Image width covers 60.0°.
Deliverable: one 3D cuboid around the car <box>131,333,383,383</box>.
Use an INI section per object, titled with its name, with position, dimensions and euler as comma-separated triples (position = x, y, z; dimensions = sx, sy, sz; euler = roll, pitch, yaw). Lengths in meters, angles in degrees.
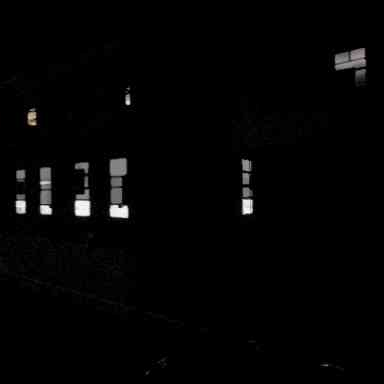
[car]
position = 1.382, 1.583, 1.905
dimensions = 4.206, 1.307, 1.802
euler = 0, -1, 36
